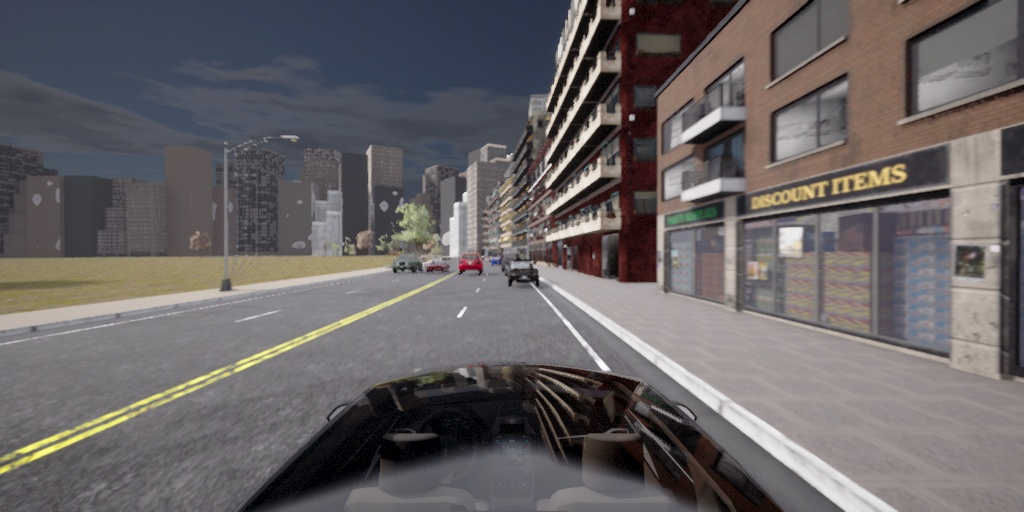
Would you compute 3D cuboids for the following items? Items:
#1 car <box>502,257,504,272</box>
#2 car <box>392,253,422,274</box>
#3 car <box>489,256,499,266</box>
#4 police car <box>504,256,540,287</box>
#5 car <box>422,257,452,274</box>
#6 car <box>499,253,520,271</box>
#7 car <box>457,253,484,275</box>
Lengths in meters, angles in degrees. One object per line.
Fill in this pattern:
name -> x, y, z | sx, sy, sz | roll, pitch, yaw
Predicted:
car -> 0.255, 1.015, 33.177 | 1.837, 1.490, 4.892 | 0, 0, -3
car -> -10.785, 0.724, 37.446 | 2.150, 2.045, 5.566 | 0, 0, -3
car -> -2.357, 0.808, 58.350 | 1.882, 1.535, 5.008 | 0, 1, -5
police car -> 0.647, 1.009, 23.208 | 1.930, 1.638, 5.238 | 0, 0, -2
car -> -7.478, 1.101, 36.347 | 1.895, 1.301, 4.718 | 0, 0, -3
car -> -0.054, 0.689, 39.251 | 2.150, 2.045, 5.566 | 0, 0, -3
car -> -3.979, 0.722, 35.449 | 2.150, 2.045, 5.566 | 0, 0, -3
